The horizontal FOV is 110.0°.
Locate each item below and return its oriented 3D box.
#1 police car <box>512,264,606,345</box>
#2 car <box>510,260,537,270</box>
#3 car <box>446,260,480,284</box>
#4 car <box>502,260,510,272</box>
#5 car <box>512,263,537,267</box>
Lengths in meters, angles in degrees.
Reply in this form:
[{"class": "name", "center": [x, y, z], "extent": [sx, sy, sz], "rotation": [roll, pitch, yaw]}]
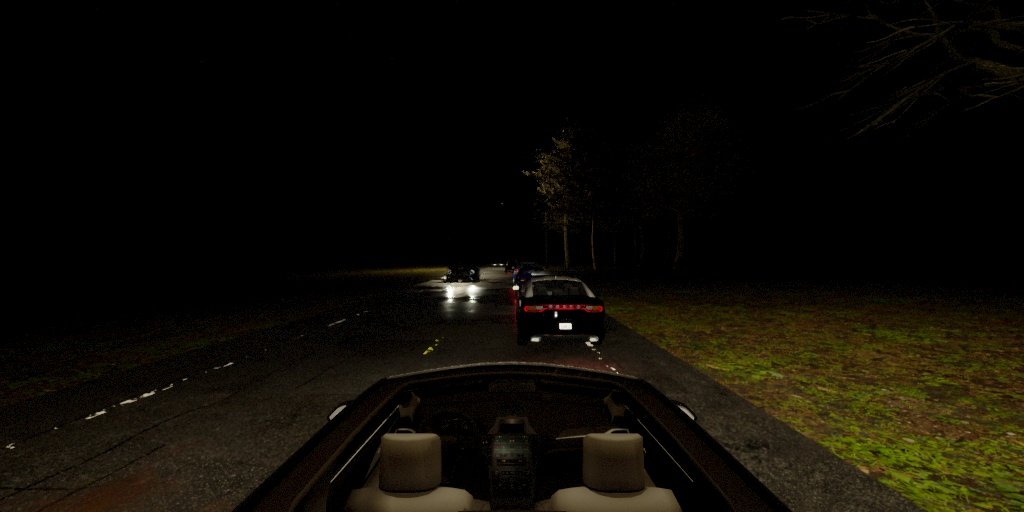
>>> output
[{"class": "police car", "center": [1.054, 1.178, 9.635], "extent": [1.930, 1.638, 5.238], "rotation": [0, 0, 0]}, {"class": "car", "center": [1.059, 1.134, 25.497], "extent": [2.097, 1.767, 4.553], "rotation": [0, 0, 0]}, {"class": "car", "center": [-3.590, 1.139, 26.970], "extent": [2.097, 1.767, 4.553], "rotation": [0, 0, 0]}, {"class": "car", "center": [0.041, 1.348, 46.810], "extent": [1.837, 1.490, 4.892], "rotation": [0, 0, 0]}, {"class": "car", "center": [1.057, 1.294, 19.526], "extent": [1.812, 1.442, 4.674], "rotation": [0, 0, 0]}]
